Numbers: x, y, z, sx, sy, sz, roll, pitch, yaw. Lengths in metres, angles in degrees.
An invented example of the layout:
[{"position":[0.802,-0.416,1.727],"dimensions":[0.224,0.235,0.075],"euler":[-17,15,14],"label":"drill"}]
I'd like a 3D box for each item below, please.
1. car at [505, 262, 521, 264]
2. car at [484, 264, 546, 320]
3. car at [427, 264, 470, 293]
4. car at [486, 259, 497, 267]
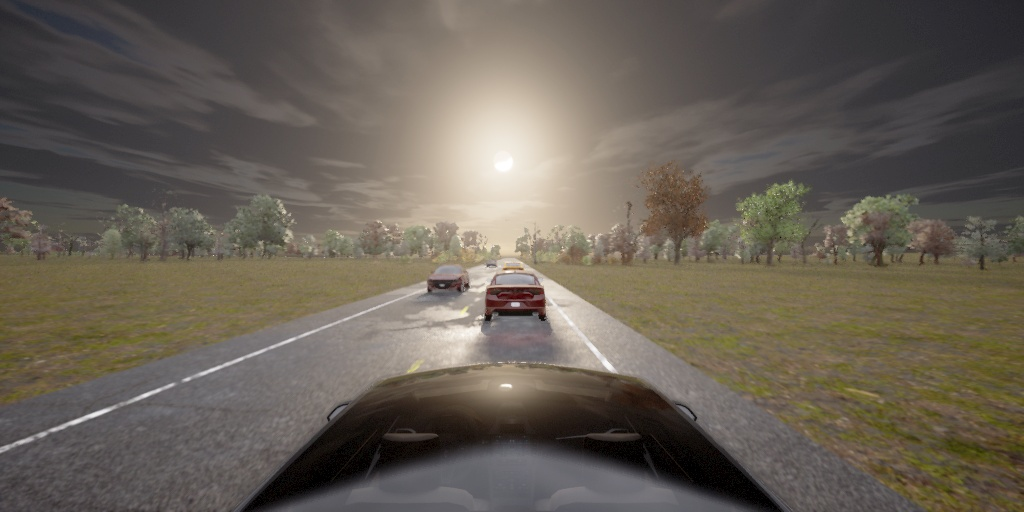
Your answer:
[{"position":[0.099,1.228,31.070],"dimensions":[1.882,1.535,5.008],"euler":[0,0,0],"label":"car"},{"position":[0.100,1.228,12.678],"dimensions":[1.882,1.535,5.008],"euler":[0,0,0],"label":"car"},{"position":[-3.599,1.228,20.952],"dimensions":[1.882,1.535,5.008],"euler":[0,0,0],"label":"car"},{"position":[-3.525,1.301,62.728],"dimensions":[2.033,1.411,5.357],"euler":[0,0,1],"label":"car"}]
